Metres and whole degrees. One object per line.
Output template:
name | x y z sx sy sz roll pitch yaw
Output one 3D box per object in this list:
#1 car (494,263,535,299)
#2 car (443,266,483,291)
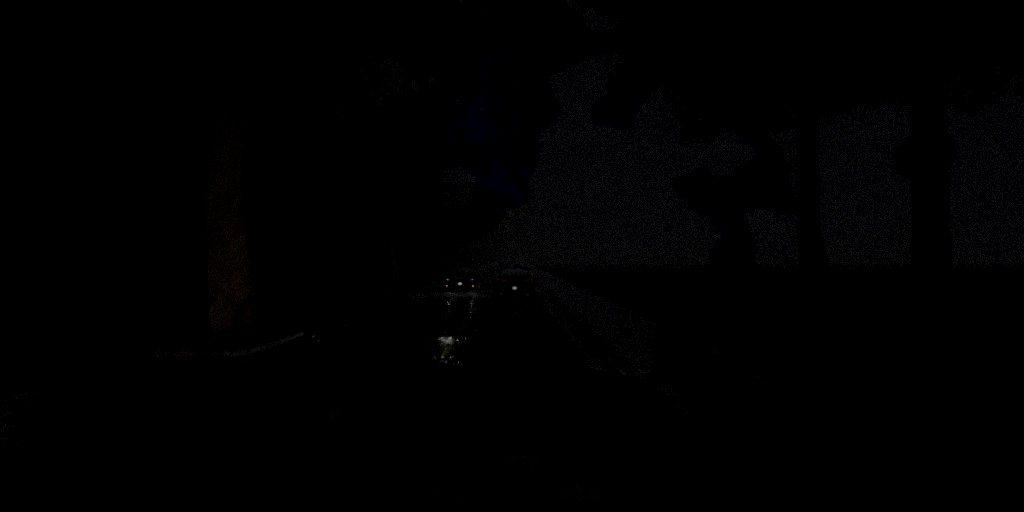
car | 0.112 1.227 17.991 1.882 1.535 5.008 0 0 0
car | -2.837 1.313 21.475 1.994 1.385 4.181 0 0 0
